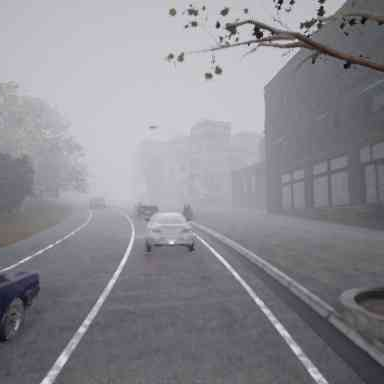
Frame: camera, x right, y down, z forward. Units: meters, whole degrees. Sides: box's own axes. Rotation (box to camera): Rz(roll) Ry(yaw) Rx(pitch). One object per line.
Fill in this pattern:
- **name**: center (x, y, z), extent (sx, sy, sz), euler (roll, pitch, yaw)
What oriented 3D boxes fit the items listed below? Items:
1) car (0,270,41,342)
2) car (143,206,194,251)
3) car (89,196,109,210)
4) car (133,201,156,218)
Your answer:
- **car**: center (-3.526, 1.605, 3.662), extent (1.895, 1.301, 4.718), euler (0, 0, -3)
- **car**: center (-1.018, 1.553, 14.143), extent (1.812, 1.442, 4.674), euler (1, 0, -7)
- **car**: center (-12.138, 1.355, 43.315), extent (2.097, 1.767, 4.553), euler (2, -1, -22)
- **car**: center (-4.329, 1.564, 30.887), extent (1.882, 1.535, 5.008), euler (1, -1, -15)
